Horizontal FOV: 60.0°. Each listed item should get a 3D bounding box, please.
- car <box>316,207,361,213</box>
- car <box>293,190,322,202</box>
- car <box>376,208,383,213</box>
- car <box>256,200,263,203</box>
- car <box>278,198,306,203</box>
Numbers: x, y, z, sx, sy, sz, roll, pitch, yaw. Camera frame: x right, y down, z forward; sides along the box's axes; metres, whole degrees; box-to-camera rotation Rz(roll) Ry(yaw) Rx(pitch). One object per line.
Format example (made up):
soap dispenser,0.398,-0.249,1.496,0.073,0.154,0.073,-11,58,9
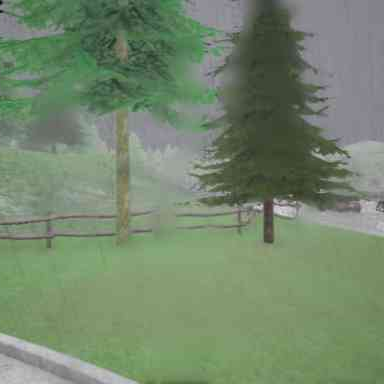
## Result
car,12.182,0.996,27.941,1.994,1.385,4.181,-1,1,-8
car,16.459,0.557,47.614,1.882,1.535,5.008,-1,1,-8
car,16.125,0.791,25.044,2.097,1.767,4.553,-1,1,-8
car,9.607,0.697,46.082,1.812,1.442,4.674,-1,1,-8
car,13.340,0.378,44.663,2.150,2.045,5.566,-1,1,-8
